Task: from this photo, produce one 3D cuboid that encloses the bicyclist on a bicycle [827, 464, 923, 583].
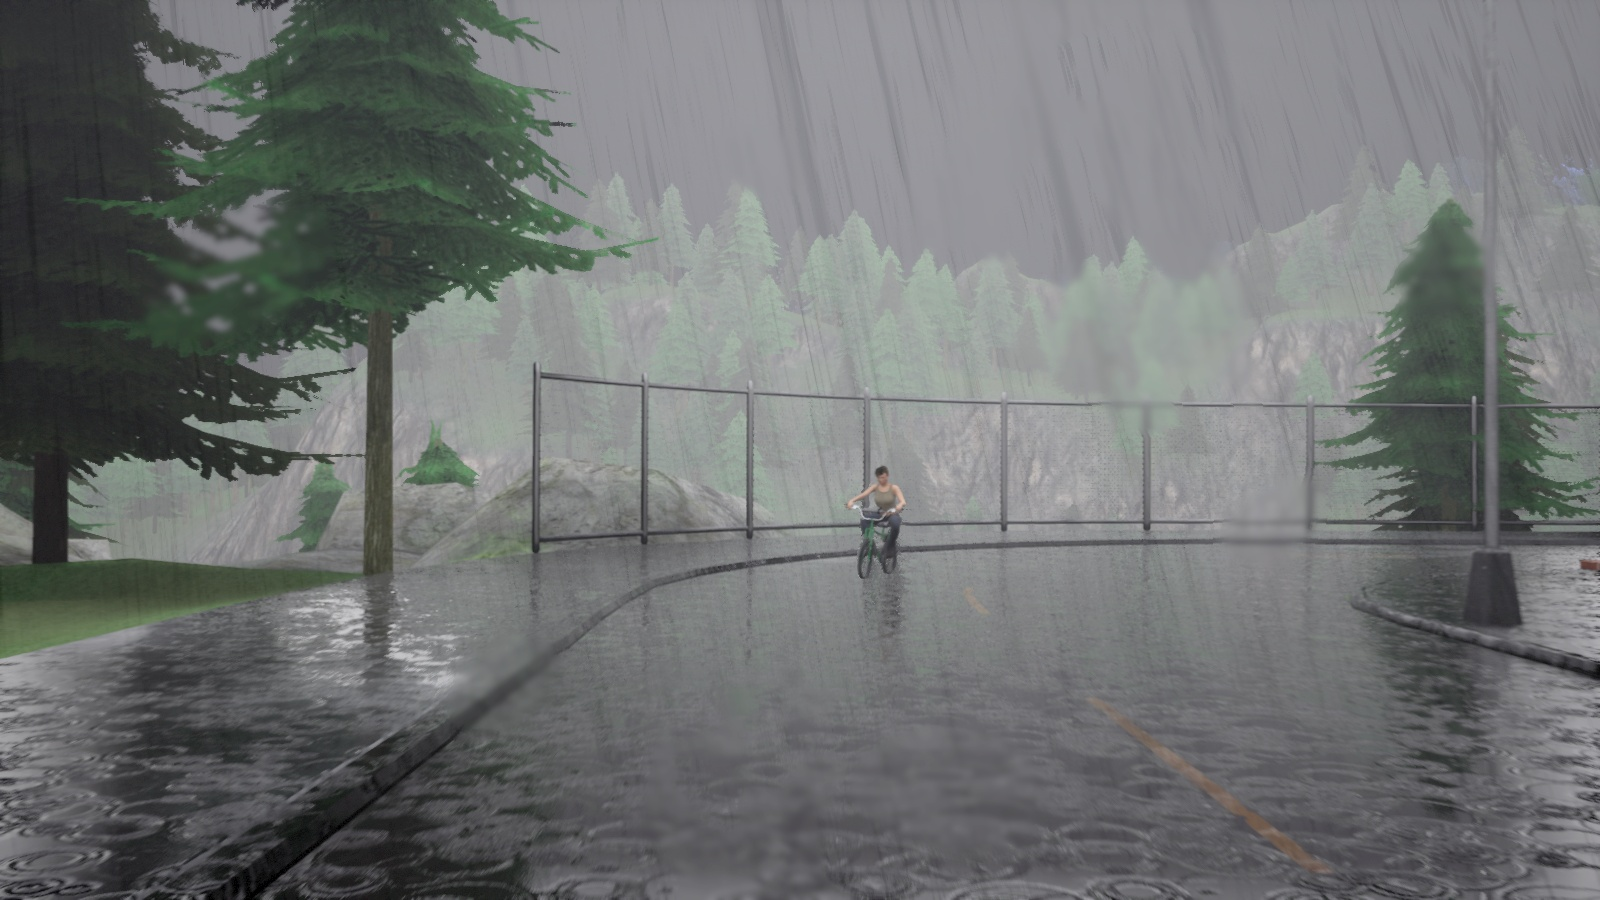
[{"bbox_3d":[1.107,1.023,18.205,0.866,1.612,1.509,2,0,24],"label":"bicyclist on a bicycle"}]
